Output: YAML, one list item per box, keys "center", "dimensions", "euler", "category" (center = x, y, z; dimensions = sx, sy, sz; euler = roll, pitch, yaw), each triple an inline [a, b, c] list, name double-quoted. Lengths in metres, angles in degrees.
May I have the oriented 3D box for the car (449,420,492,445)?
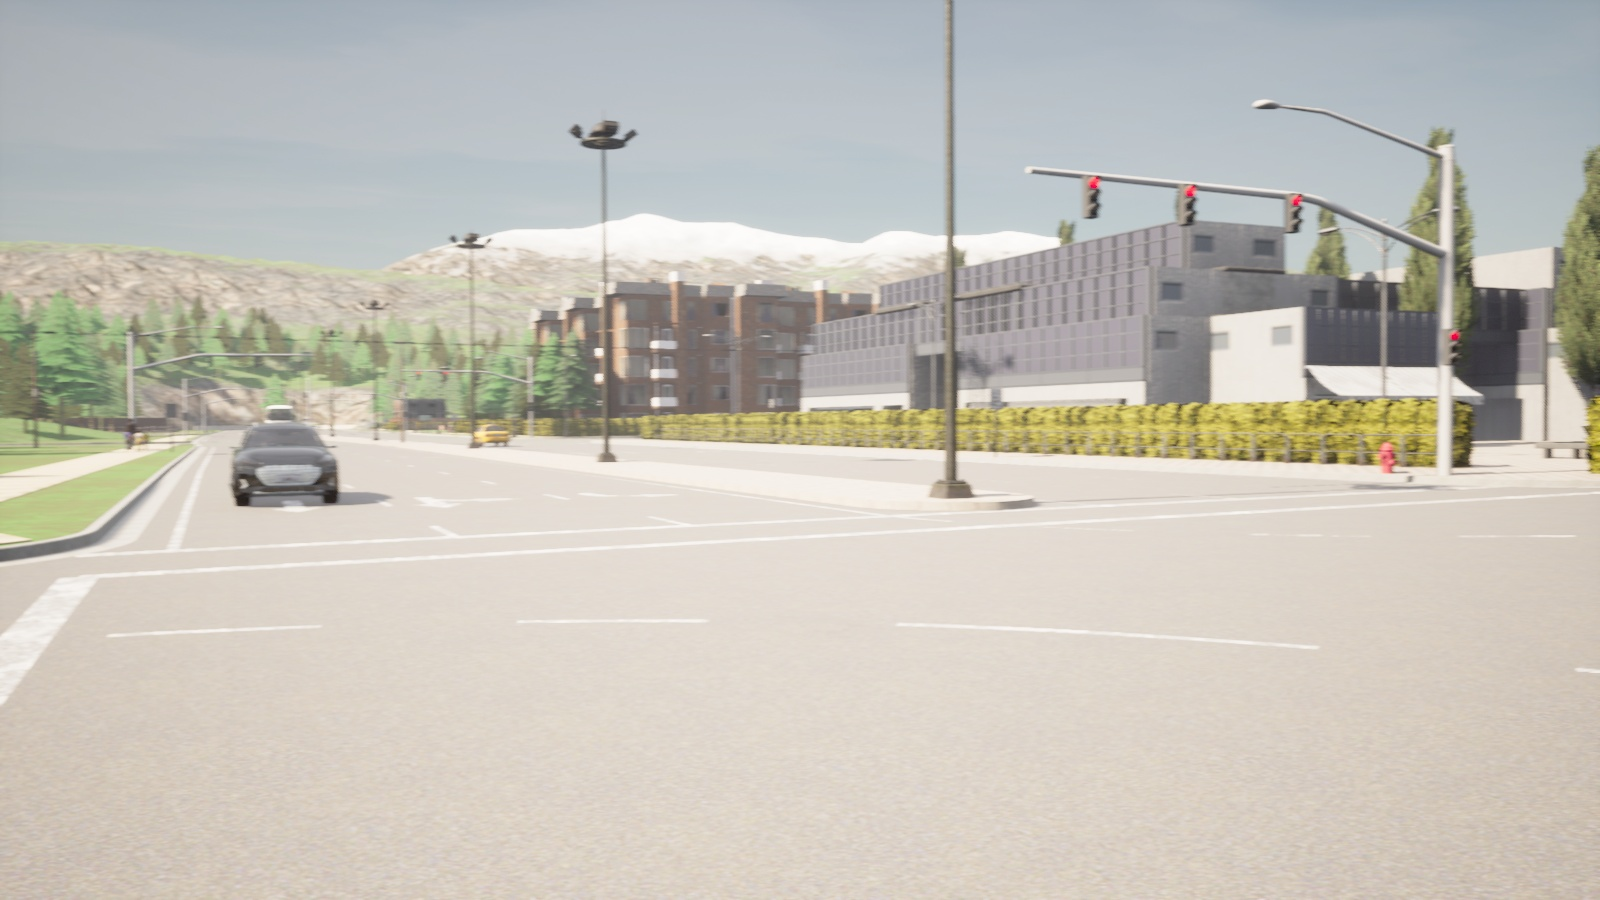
- center: [-21.851, -1.176, 83.209]
  dimensions: [1.801, 1.575, 5.366]
  euler: [-1, 1, -25]
  category: "car"

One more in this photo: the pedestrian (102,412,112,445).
- center: [-39.451, -1.215, 71.489]
  dimensions: [0.431, 1.840, 0.703]
  euler: [-1, 1, -25]
  category: "pedestrian"

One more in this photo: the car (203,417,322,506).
- center: [-11.139, 0.149, 25.830]
  dimensions: [2.033, 1.649, 4.856]
  euler: [-1, 1, -26]
  category: "car"
